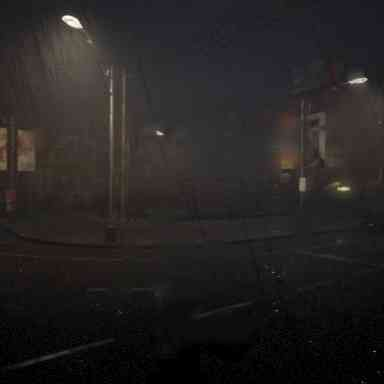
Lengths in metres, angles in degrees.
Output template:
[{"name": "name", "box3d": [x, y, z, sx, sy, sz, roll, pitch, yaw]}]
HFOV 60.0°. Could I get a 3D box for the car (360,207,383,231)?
[{"name": "car", "box3d": [12.278, 1.627, 20.494, 5.008, 1.535, 2.097, 0, 0, -36]}]
